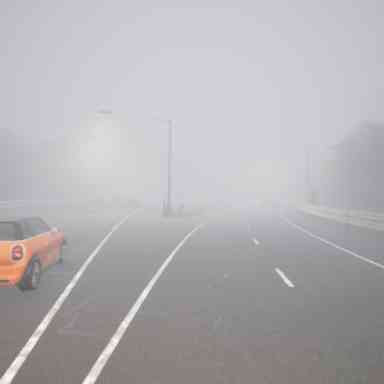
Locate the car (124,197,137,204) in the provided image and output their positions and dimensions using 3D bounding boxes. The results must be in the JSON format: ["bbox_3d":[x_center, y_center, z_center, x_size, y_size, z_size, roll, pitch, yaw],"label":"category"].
[{"bbox_3d":[-14.354,2.066,78.404,2.128,1.511,4.902,1,-1,0],"label":"car"}]

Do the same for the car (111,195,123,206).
[{"bbox_3d":[-13.955,1.628,63.455,2.150,2.045,5.566,1,-1,-2],"label":"car"}]

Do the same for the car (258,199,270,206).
[{"bbox_3d":[16.585,2.278,76.138,2.128,1.511,4.902,0,-1,19],"label":"car"}]

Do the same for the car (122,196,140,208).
[{"bbox_3d":[-10.174,1.755,57.356,2.097,1.767,4.553,1,0,-3],"label":"car"}]

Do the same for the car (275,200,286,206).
[{"bbox_3d":[20.158,2.415,75.750,1.895,1.301,4.718,0,-1,19],"label":"car"}]

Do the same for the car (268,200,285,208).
[{"bbox_3d":[16.685,2.314,65.929,2.128,1.511,4.902,0,-1,19],"label":"car"}]

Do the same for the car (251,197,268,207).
[{"bbox_3d":[13.126,1.989,66.356,2.150,2.045,5.566,0,-1,19],"label":"car"}]

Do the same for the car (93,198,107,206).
[{"bbox_3d":[-17.470,1.861,63.135,1.837,1.490,4.892,1,-2,-2],"label":"car"}]

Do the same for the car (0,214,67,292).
[{"bbox_3d":[-4.840,1.375,9.025,2.097,1.767,4.553,1,-1,-9],"label":"car"}]
